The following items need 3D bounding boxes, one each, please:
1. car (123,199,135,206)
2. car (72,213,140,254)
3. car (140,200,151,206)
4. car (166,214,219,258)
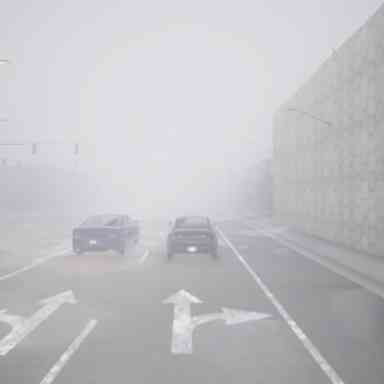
[{"bbox_3d":[-14.010,2.366,74.775,1.812,1.442,4.674,0,-1,0],"label":"car"},{"bbox_3d":[-3.474,1.639,14.218,1.882,1.535,5.008,0,0,0],"label":"car"},{"bbox_3d":[-10.510,2.440,74.944,1.895,1.301,4.718,0,-1,0],"label":"car"},{"bbox_3d":[0.020,1.660,13.480,1.837,1.490,4.892,0,0,0],"label":"car"}]
